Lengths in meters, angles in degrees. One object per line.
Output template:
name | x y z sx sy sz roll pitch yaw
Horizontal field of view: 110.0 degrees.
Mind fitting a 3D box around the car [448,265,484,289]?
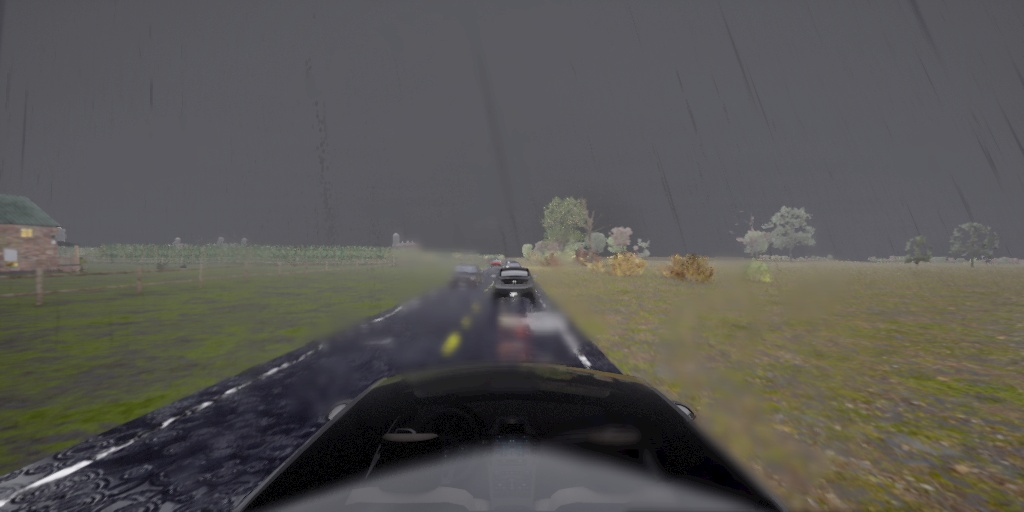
car | -2.849 1.288 23.422 2.033 1.411 5.357 0 0 0

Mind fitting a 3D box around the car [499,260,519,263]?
car | 0.102 1.283 34.684 2.033 1.411 5.357 0 0 0

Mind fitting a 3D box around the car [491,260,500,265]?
car | -2.765 1.331 64.493 1.895 1.301 4.718 0 0 0

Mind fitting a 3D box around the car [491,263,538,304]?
car | 0.102 1.249 16.329 1.837 1.490 4.892 0 0 0
